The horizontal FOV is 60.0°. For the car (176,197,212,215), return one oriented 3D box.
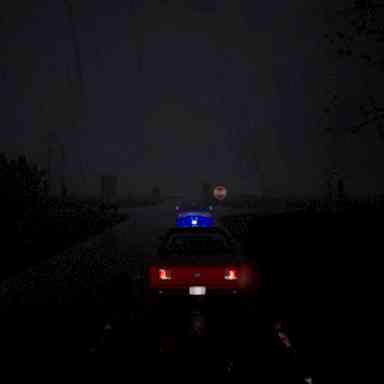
[{"bbox_3d":[0.116,1.250,18.408,1.882,1.535,5.008,0,1,0],"label":"car"}]

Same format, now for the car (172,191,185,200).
[{"bbox_3d":[-2.725,0.646,61.546,1.882,1.535,5.008,0,1,1],"label":"car"}]

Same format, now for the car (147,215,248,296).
[{"bbox_3d":[0.105,1.499,8.318,1.895,1.301,4.718,0,1,0],"label":"car"}]

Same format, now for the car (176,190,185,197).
[{"bbox_3d":[-2.667,0.396,77.485,1.882,1.535,5.008,0,1,0],"label":"car"}]
